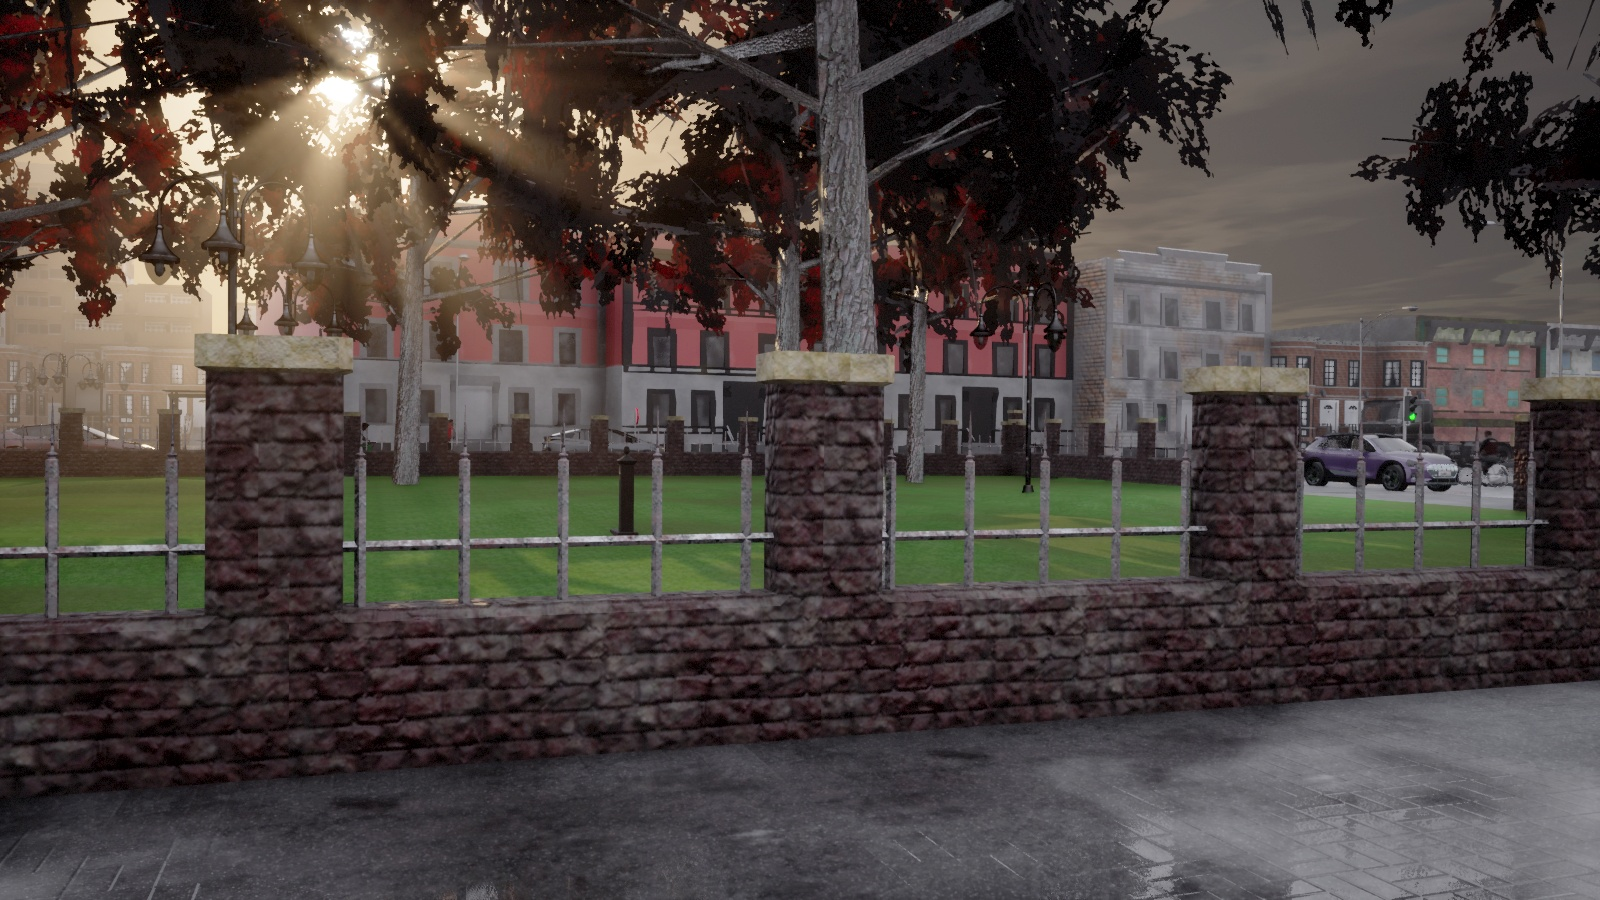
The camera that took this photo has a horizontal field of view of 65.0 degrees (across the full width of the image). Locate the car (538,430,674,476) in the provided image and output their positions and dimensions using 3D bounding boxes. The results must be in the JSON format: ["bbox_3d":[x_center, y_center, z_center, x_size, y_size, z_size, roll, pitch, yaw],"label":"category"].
[{"bbox_3d":[-6.960,0.089,44.948,4.514,1.525,2.007,-1,1,-18],"label":"car"}]

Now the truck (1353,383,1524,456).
[{"bbox_3d":[31.763,-1.543,62.450,7.936,3.462,2.891,-1,1,-19],"label":"truck"}]

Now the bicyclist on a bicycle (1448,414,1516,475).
[{"bbox_3d":[20.370,-0.162,37.557,0.659,1.776,1.843,-1,1,-17],"label":"bicyclist on a bicycle"}]

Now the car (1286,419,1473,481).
[{"bbox_3d":[16.602,-0.041,36.265,2.033,1.649,4.856,-1,1,-21],"label":"car"}]

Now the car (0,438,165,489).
[{"bbox_3d":[-22.812,0.402,39.493,4.792,1.488,2.163,-1,1,-19],"label":"car"}]

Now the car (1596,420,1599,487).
[{"bbox_3d":[19.865,0.094,26.833,2.007,1.525,4.514,-1,1,-21],"label":"car"}]
